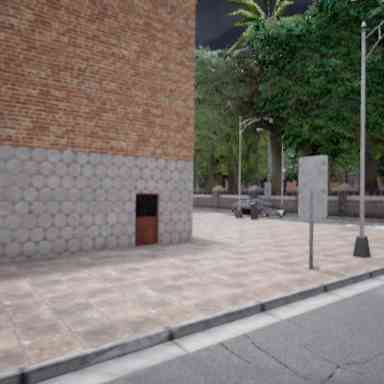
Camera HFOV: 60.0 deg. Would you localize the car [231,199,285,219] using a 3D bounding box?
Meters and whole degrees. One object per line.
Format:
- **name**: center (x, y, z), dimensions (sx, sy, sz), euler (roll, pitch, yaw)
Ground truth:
- **car**: center (5.193, 1.352, 26.624), dimensions (2.128, 1.511, 4.902), euler (1, -1, -36)
